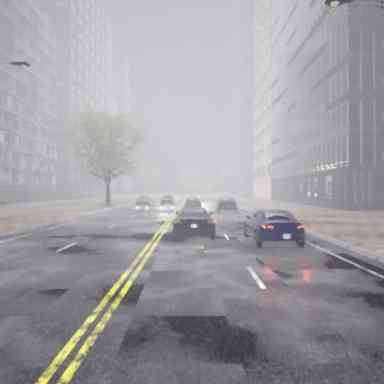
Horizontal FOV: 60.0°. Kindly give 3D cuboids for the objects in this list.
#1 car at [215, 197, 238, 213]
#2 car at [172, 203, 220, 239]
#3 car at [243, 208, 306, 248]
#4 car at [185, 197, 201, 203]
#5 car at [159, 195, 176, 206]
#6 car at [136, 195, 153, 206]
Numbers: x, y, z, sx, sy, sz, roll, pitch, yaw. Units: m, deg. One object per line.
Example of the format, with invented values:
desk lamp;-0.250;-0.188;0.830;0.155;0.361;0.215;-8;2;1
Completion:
car;3.359;1.213;33.167;1.882;1.535;5.008;0;-1;0
car;0.103;1.430;16.362;1.994;1.385;4.181;0;0;0
car;3.353;1.413;14.104;1.812;1.442;4.674;0;0;0
car;0.112;1.238;40.576;1.994;1.385;4.181;0;0;0
car;-3.262;1.147;45.173;1.837;1.490;4.892;0;0;1
car;-6.501;1.180;46.045;2.033;1.411;5.357;0;0;0
